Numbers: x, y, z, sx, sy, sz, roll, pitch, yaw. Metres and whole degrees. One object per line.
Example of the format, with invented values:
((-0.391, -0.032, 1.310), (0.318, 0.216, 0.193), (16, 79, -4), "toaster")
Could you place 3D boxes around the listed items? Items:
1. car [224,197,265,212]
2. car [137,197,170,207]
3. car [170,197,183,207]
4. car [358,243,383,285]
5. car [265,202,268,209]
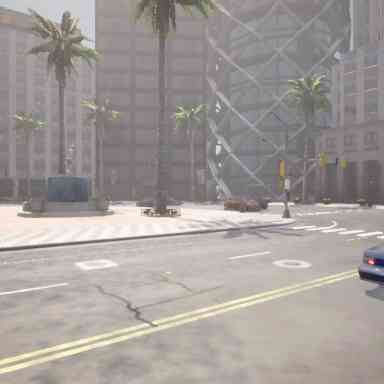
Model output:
((5.940, 1.352, 39.669), (2.097, 1.767, 4.553), (0, 0, -39), "car")
((-6.021, 1.564, 49.442), (4.181, 1.385, 1.994), (0, 0, 22), "car")
((-3.709, 1.491, 52.196), (4.902, 1.511, 2.128), (0, 0, 24), "car")
((6.251, 1.547, 8.230), (5.357, 1.411, 2.033), (0, 0, -35), "car")
((7.586, 1.478, 43.233), (1.882, 1.535, 5.008), (0, 0, -41), "car")
